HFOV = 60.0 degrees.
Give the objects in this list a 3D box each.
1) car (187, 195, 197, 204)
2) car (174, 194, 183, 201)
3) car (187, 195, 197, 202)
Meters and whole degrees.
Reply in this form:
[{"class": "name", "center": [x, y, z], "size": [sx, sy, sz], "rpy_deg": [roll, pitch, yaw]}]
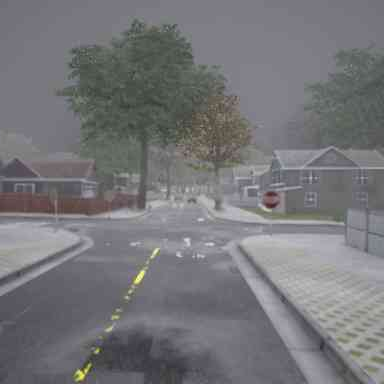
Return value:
[{"class": "car", "center": [-0.001, 1.509, 64.491], "size": [1.837, 1.490, 4.892], "rpy_deg": [0, 0, 0]}, {"class": "car", "center": [-2.751, 1.135, 69.084], "size": [1.837, 1.490, 4.892], "rpy_deg": [0, 0, 0]}, {"class": "car", "center": [-0.002, 1.377, 74.914], "size": [2.033, 1.411, 5.357], "rpy_deg": [0, 0, 0]}]
